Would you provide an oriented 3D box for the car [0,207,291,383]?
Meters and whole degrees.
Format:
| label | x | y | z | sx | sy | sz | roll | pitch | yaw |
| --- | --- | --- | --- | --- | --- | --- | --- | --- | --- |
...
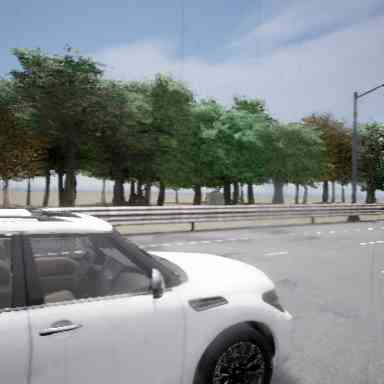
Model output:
| label | x | y | z | sx | sy | sz | roll | pitch | yaw |
| --- | --- | --- | --- | --- | --- | --- | --- | --- | --- |
| car | -1.568 | 1.181 | 3.243 | 5.566 | 2.045 | 2.150 | 1 | 0 | -31 |
